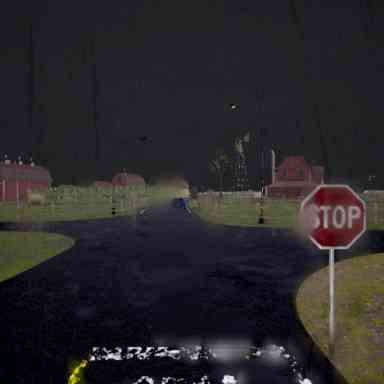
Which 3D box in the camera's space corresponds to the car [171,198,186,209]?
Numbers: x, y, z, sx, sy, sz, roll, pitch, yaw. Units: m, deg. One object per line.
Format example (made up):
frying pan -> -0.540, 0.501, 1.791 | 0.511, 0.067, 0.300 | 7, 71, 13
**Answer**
car -> -1.901, 1.514, 45.799 | 1.882, 1.535, 5.008 | 0, 0, -3
